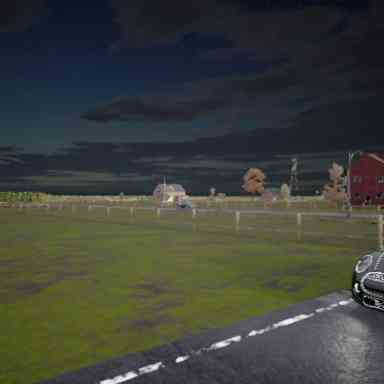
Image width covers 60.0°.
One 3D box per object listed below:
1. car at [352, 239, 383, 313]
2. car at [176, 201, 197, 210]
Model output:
[{"bbox_3d":[5.302,1.404,6.847,4.553,1.767,2.097,1,0,-35],"label":"car"},{"bbox_3d":[-1.037,2.466,63.542,2.097,1.767,4.553,1,-2,-43],"label":"car"}]
